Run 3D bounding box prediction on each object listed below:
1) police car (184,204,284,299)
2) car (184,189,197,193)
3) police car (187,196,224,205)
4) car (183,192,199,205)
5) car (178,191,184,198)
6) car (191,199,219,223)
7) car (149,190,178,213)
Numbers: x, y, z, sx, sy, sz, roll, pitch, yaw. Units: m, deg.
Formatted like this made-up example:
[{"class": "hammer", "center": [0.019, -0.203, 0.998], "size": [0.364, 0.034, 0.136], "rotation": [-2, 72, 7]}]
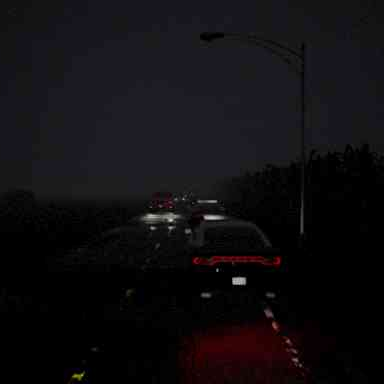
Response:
[{"class": "police car", "center": [0.837, 1.340, 8.450], "size": [1.930, 1.638, 5.238], "rotation": [0, 1, 0]}, {"class": "car", "center": [0.092, 0.555, 60.043], "size": [2.150, 2.045, 5.566], "rotation": [0, 1, 0]}, {"class": "police car", "center": [0.853, 1.237, 18.448], "size": [1.930, 1.638, 5.238], "rotation": [0, 1, 0]}, {"class": "car", "center": [0.116, 1.105, 46.082], "size": [1.895, 1.301, 4.718], "rotation": [0, 1, 1]}, {"class": "car", "center": [-2.635, 0.491, 73.744], "size": [2.097, 1.767, 4.553], "rotation": [0, 1, 0]}, {"class": "car", "center": [0.862, 1.274, 24.339], "size": [1.812, 1.442, 4.674], "rotation": [0, 1, 0]}, {"class": "car", "center": [-2.800, 0.881, 32.354], "size": [2.150, 2.045, 5.566], "rotation": [0, 1, 0]}]
